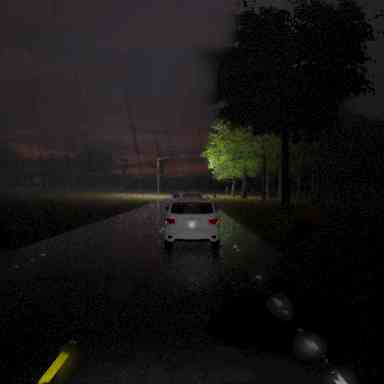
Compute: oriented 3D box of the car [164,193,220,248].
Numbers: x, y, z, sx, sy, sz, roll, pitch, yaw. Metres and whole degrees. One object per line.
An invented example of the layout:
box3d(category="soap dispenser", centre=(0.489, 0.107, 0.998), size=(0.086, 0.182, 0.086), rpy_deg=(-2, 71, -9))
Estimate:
box3d(category="car", centre=(0.001, 1.221, 14.679), size=(2.150, 2.045, 5.566), rpy_deg=(0, 0, 0))
